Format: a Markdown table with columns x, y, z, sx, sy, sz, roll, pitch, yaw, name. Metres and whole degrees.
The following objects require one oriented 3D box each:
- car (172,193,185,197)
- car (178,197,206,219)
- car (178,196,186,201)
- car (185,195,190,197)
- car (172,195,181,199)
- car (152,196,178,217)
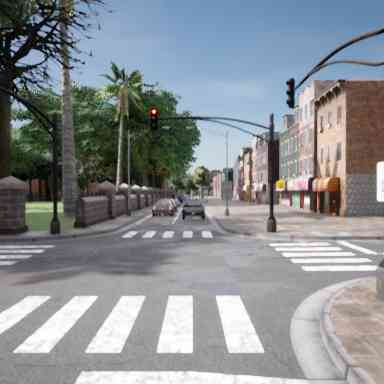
| x | y | z | sx | sy | sz | roll | pitch | yaw | name |
| --- | --- | --- | --- | --- | --- | --- | --- | --- | --- |
| -2.907 | 1.281 | 64.598 | 2.150 | 2.045 | 5.566 | 0 | 0 | 0 | car |
| 0.134 | 1.473 | 28.816 | 2.128 | 1.511 | 4.902 | 0 | 0 | 0 | car |
| -2.544 | 1.697 | 87.848 | 2.008 | 1.369 | 4.403 | -1 | 0 | 0 | car |
| 0.128 | 1.631 | 57.119 | 1.895 | 1.301 | 4.718 | 0 | 0 | 0 | car |
| -2.599 | 1.429 | 36.649 | 1.967 | 1.590 | 4.097 | 0 | 0 | 0 | car |
| -2.607 | 1.424 | 30.961 | 1.967 | 1.590 | 4.097 | 0 | 0 | 0 | car |
